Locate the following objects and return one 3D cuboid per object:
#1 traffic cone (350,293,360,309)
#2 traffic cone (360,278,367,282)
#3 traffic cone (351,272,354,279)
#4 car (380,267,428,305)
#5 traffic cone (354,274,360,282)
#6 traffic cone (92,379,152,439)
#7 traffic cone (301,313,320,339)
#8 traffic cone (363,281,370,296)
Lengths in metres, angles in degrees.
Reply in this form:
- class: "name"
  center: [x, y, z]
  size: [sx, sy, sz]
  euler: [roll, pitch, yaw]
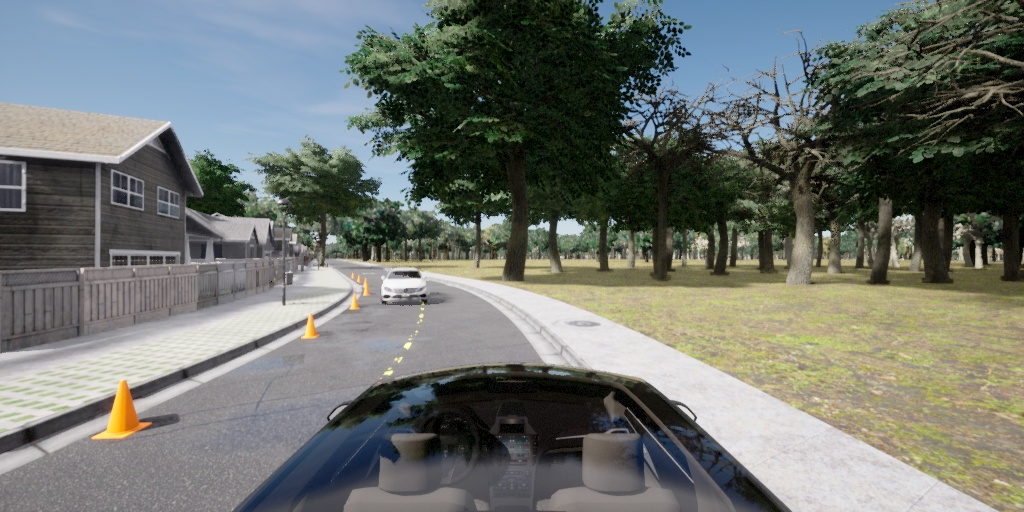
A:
- class: "traffic cone"
  center: [-5.916, 1.689, 13.479]
  size: [0.340, 0.580, 0.340]
  euler: [0, 0, -14]
- class: "traffic cone"
  center: [-9.150, 1.671, 22.431]
  size: [0.340, 0.580, 0.340]
  euler: [0, 0, -25]
- class: "traffic cone"
  center: [-13.792, 1.652, 31.124]
  size: [0.340, 0.580, 0.340]
  euler: [0, 0, -29]
- class: "car"
  center: [-4.846, 1.258, 16.191]
  size: [1.812, 1.442, 4.674]
  euler: [0, 0, -18]
- class: "traffic cone"
  center: [-11.399, 1.661, 26.733]
  size: [0.340, 0.580, 0.340]
  euler: [0, 0, -29]
- class: "traffic cone"
  center: [-4.423, 1.704, 4.079]
  size: [0.340, 0.580, 0.340]
  euler: [0, 0, -4]
- class: "traffic cone"
  center: [-4.946, 1.697, 8.813]
  size: [0.340, 0.580, 0.340]
  euler: [0, 0, -9]
- class: "traffic cone"
  center: [-7.321, 1.680, 18.032]
  size: [0.340, 0.580, 0.340]
  euler: [0, 0, -20]
